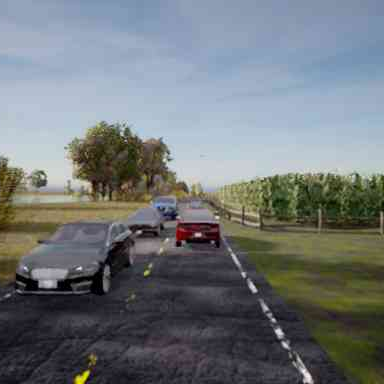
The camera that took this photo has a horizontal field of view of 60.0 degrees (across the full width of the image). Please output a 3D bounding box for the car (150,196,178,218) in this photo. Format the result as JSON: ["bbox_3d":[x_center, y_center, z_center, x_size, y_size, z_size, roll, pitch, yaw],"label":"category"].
[{"bbox_3d":[-2.426,1.382,30.063,2.150,2.045,5.566,0,0,2],"label":"car"}]

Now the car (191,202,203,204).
[{"bbox_3d":[0.529,1.760,36.721,2.033,1.411,5.357,0,0,1],"label":"car"}]

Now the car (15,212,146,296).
[{"bbox_3d":[-2.757,1.529,8.888,2.128,1.511,4.902,0,0,1],"label":"car"}]

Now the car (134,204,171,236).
[{"bbox_3d":[-2.615,1.646,19.463,2.033,1.411,5.357,0,0,1],"label":"car"}]

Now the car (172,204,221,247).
[{"bbox_3d":[0.278,1.567,15.665,1.882,1.535,5.008,0,0,1],"label":"car"}]
